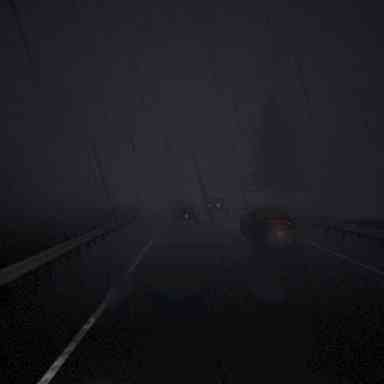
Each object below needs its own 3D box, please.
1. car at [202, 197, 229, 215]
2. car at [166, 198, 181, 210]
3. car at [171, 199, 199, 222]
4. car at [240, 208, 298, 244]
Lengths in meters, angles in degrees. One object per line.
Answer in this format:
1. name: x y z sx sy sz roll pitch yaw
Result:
1. car: 2.299 1.323 33.841 2.097 1.767 4.553 0 0 -6
2. car: -2.116 1.471 41.657 1.837 1.490 4.892 0 0 -7
3. car: -0.527 1.504 25.697 1.812 1.442 4.674 0 0 -4
4. car: 3.460 1.478 15.682 2.128 1.511 4.902 0 0 -1
